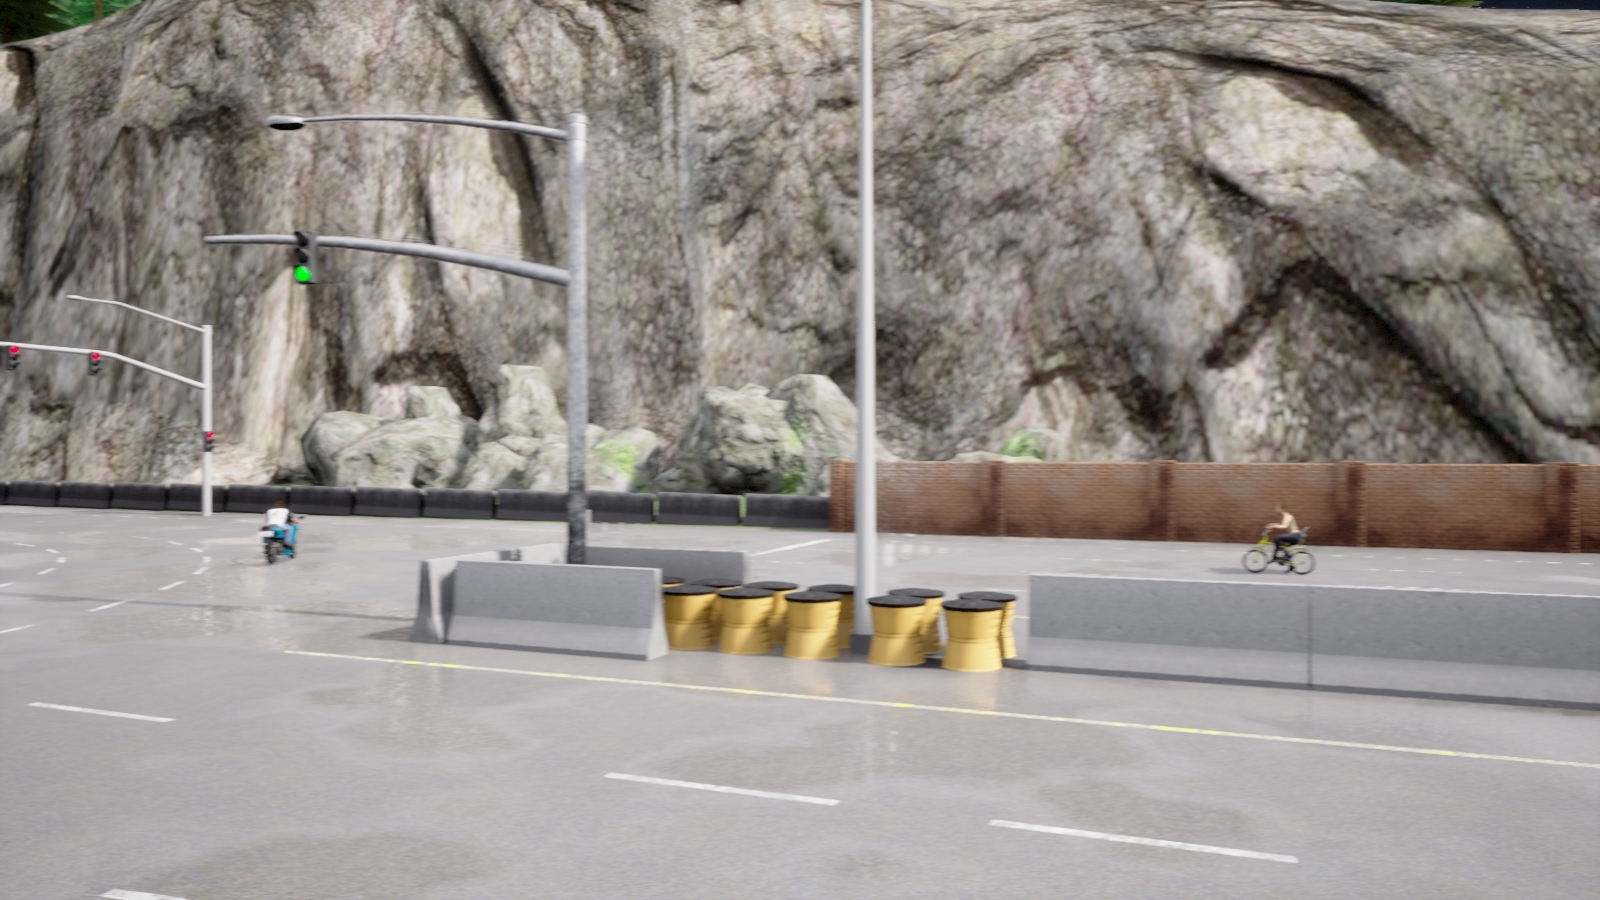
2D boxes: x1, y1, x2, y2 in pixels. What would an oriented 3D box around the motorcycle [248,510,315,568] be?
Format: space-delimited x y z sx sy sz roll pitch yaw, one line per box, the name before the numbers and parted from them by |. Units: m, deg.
motorcycle | -12.637 2.142 27.910 0.803 1.217 2.033 -3 0 -5
